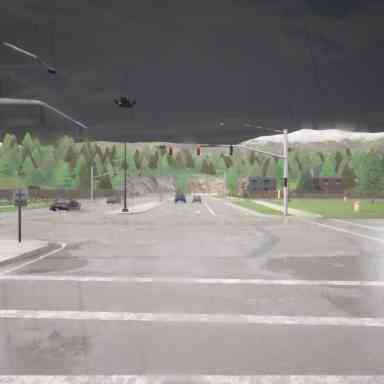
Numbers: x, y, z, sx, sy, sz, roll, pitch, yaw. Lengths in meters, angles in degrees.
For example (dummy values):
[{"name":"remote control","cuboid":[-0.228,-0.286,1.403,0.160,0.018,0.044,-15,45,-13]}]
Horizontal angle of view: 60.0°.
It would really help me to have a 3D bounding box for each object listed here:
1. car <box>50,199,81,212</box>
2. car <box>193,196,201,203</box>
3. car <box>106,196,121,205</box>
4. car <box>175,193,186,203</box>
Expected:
[{"name":"car","cuboid":[-14.612,1.547,38.763,2.033,1.411,5.357,0,0,1]},{"name":"car","cuboid":[1.043,1.546,69.931,2.033,1.411,5.357,0,0,1]},{"name":"car","cuboid":[-14.233,1.506,60.471,1.837,1.490,4.892,0,0,1]},{"name":"car","cuboid":[-2.469,1.223,70.442,2.150,2.045,5.566,0,0,1]}]
